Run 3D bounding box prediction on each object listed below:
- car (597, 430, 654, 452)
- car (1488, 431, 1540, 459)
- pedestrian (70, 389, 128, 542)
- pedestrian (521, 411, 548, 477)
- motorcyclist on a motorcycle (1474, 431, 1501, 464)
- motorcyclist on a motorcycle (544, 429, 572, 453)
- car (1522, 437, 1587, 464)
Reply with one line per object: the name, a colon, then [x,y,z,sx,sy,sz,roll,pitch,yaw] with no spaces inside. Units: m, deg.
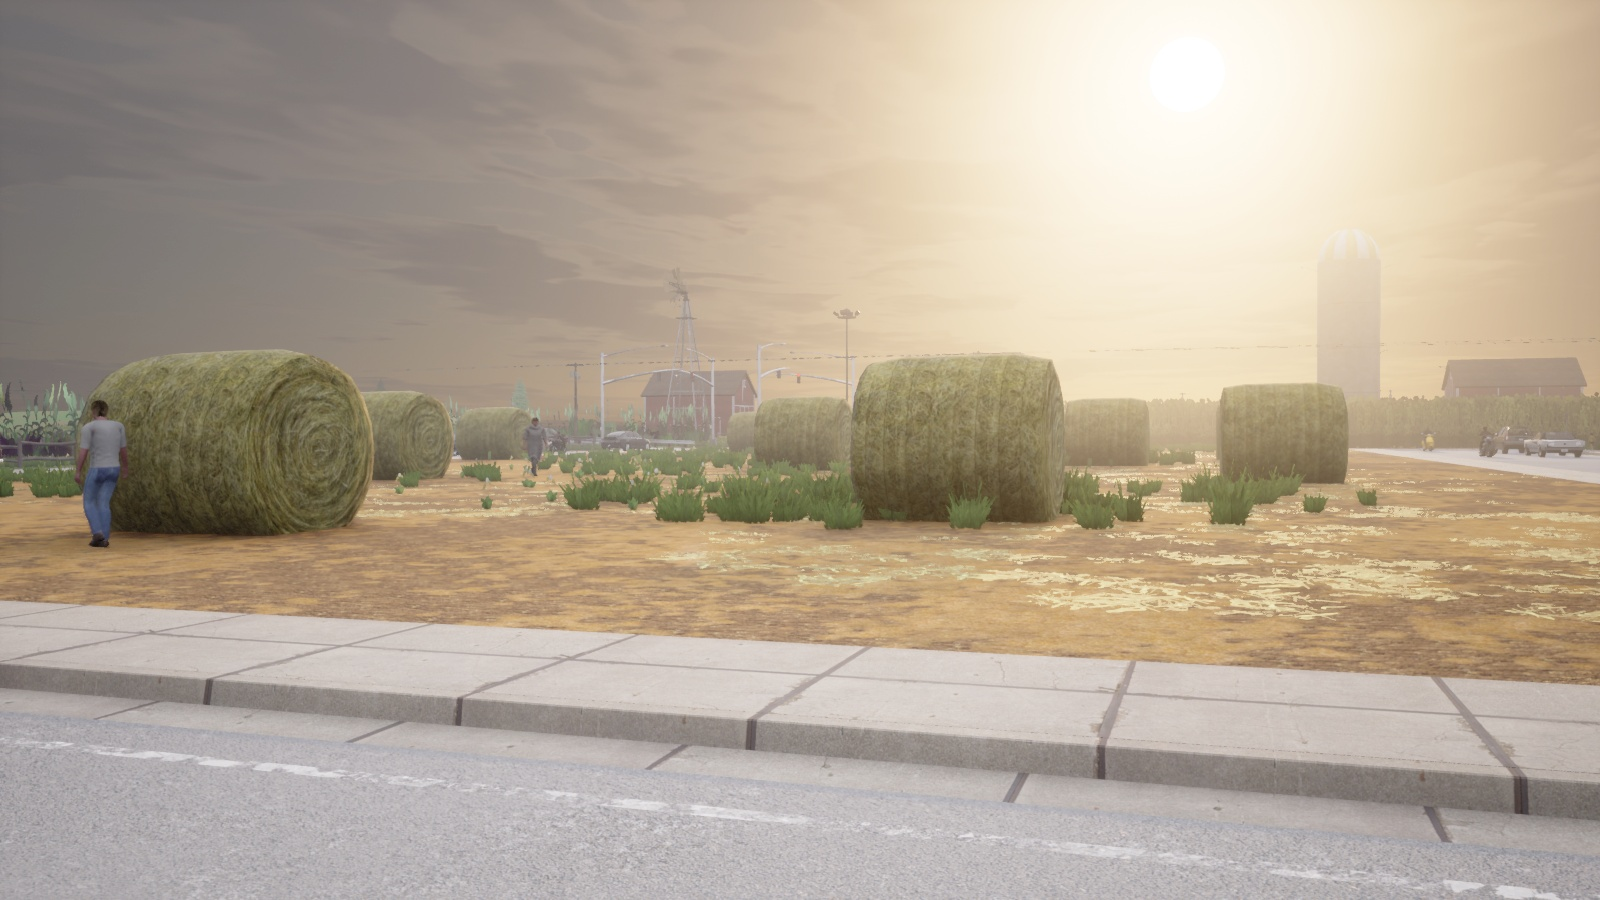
car: [-12.362,-0.680,89.347,1.837,1.490,4.892,1,1,21]
car: [42.001,-0.328,73.940,1.851,1.617,3.988,1,1,18]
pedestrian: [-8.582,0.183,15.373,0.706,1.836,0.354,1,1,36]
pedestrian: [-8.035,-0.187,38.008,0.659,1.952,0.873,0,1,-22]
motorcyclist on a motorcycle: [35.434,-0.154,64.786,0.766,1.649,2.350,1,1,18]
motorcyclist on a motorcycle: [-15.617,-0.582,81.036,0.797,1.523,2.044,1,1,21]
car: [39.381,-0.003,65.668,1.895,1.301,4.718,1,1,18]
